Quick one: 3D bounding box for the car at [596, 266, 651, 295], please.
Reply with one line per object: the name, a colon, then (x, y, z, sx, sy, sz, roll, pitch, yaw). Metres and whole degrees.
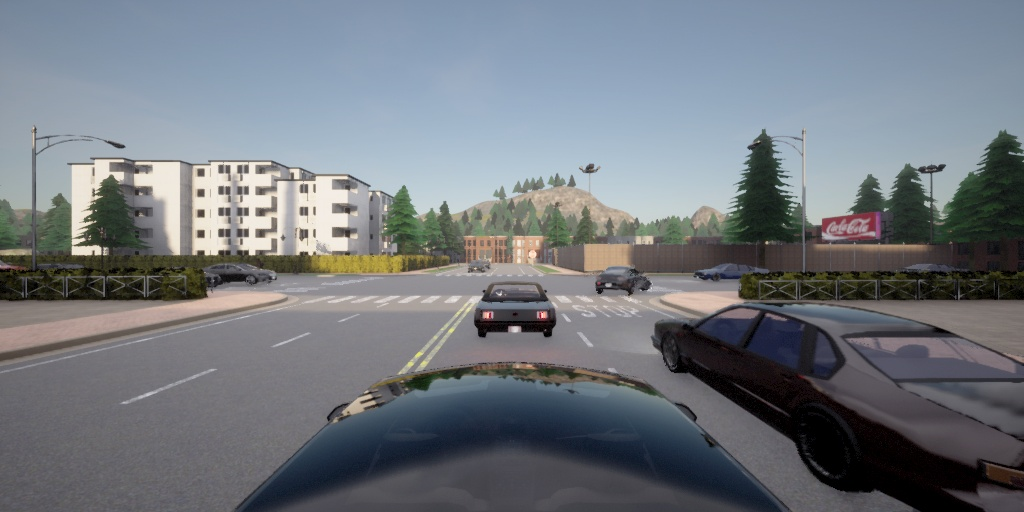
car: (6.091, 1.276, 19.657, 1.812, 1.442, 4.674, -1, -1, 34)

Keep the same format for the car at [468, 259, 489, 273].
car: (-4.227, 1.238, 43.403, 1.837, 1.490, 4.892, 0, 0, 0)

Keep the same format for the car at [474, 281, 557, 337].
car: (0.079, 1.351, 10.231, 1.895, 1.301, 4.718, 0, 0, 0)

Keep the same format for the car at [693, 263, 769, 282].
car: (17.427, 1.297, 28.492, 5.357, 1.411, 2.033, 0, 0, 0)

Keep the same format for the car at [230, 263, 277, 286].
car: (-19.105, 1.241, 24.971, 4.902, 1.511, 2.128, 0, 0, -2)

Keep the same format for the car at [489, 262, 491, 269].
car: (-4.229, 1.225, 53.718, 2.128, 1.511, 4.902, 0, 0, 0)

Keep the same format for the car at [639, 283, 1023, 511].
car: (3.599, 1.297, 4.464, 2.033, 1.411, 5.357, 0, 0, 0)

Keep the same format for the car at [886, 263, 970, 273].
car: (32.850, 1.297, 28.359, 5.357, 1.411, 2.033, 0, 0, 1)

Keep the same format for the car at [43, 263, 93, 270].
car: (-30.956, 1.241, 24.896, 4.902, 1.511, 2.128, 0, 0, -1)

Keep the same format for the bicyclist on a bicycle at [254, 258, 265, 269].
bicyclist on a bicycle: (-25.273, 1.051, 35.896, 0.582, 1.620, 1.656, 0, 0, 0)

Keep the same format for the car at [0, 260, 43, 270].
car: (-32.343, 0.973, 21.404, 5.566, 2.045, 2.150, 0, 0, 0)

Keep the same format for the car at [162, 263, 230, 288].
car: (-19.882, 1.314, 21.421, 4.181, 1.385, 1.994, 0, 0, 0)
